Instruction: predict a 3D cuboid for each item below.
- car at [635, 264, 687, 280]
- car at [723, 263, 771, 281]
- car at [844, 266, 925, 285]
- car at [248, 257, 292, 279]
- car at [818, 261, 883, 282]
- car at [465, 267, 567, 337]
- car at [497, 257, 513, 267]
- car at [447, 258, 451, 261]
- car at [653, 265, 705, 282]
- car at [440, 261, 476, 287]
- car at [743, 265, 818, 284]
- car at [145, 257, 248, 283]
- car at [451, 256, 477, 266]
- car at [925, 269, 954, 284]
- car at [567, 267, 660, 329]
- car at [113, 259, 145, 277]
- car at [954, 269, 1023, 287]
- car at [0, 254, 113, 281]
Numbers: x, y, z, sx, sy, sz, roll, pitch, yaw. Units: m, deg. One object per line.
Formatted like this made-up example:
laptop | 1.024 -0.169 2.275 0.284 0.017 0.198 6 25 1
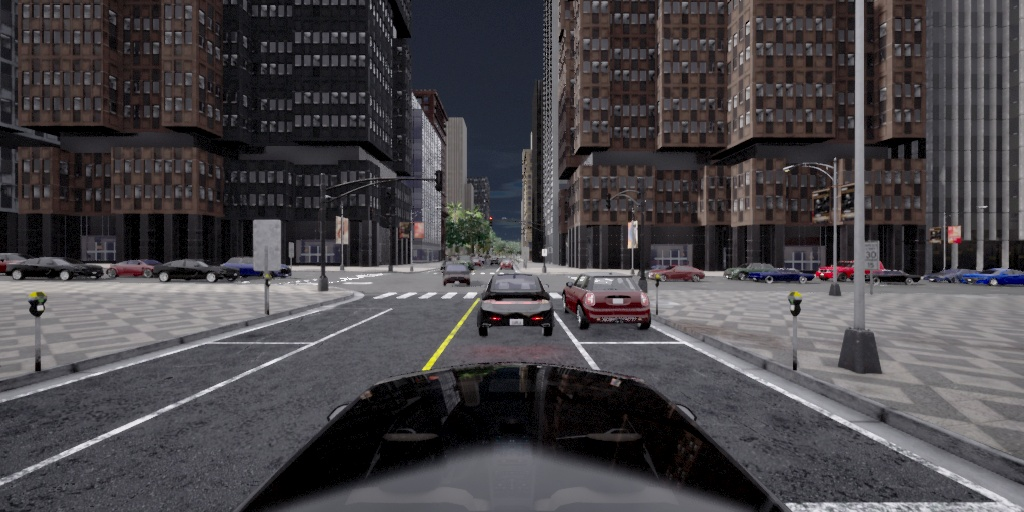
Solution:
car | 14.338 1.542 34.593 4.181 1.385 1.994 1 0 -1
car | 23.042 1.456 34.670 4.553 1.767 2.097 1 0 -1
car | 32.608 1.848 31.500 4.718 1.301 1.895 1 0 -1
car | -19.566 0.855 27.588 4.553 1.767 2.097 1 0 0
car | 32.806 1.468 34.749 5.566 2.045 2.150 1 0 -1
car | 0.075 1.241 10.322 2.128 1.511 4.902 0 0 -1
car | -0.765 1.198 52.589 1.967 1.591 4.097 0 0 -1
car | -9.290 1.324 52.510 1.948 1.339 4.313 0 0 -1
car | 14.350 1.507 31.341 4.674 1.442 1.812 1 0 -1
car | -3.894 1.278 25.093 2.033 1.411 5.357 0 0 -10
car | 23.454 1.714 31.425 4.718 1.301 1.895 1 0 -1
car | -21.275 0.960 24.323 5.008 1.535 1.882 1 0 -1
car | -6.595 0.972 49.683 2.150 2.045 5.566 0 0 0
car | 43.439 1.950 34.802 5.357 1.411 2.033 1 0 0
car | 2.733 1.190 11.208 1.967 1.591 4.097 0 0 0
car | -28.209 0.945 27.506 4.181 1.385 1.994 1 0 -1
car | 42.781 1.874 31.551 5.008 1.535 1.882 1 0 0
car | -30.742 0.827 24.240 5.008 1.535 1.882 1 0 0
